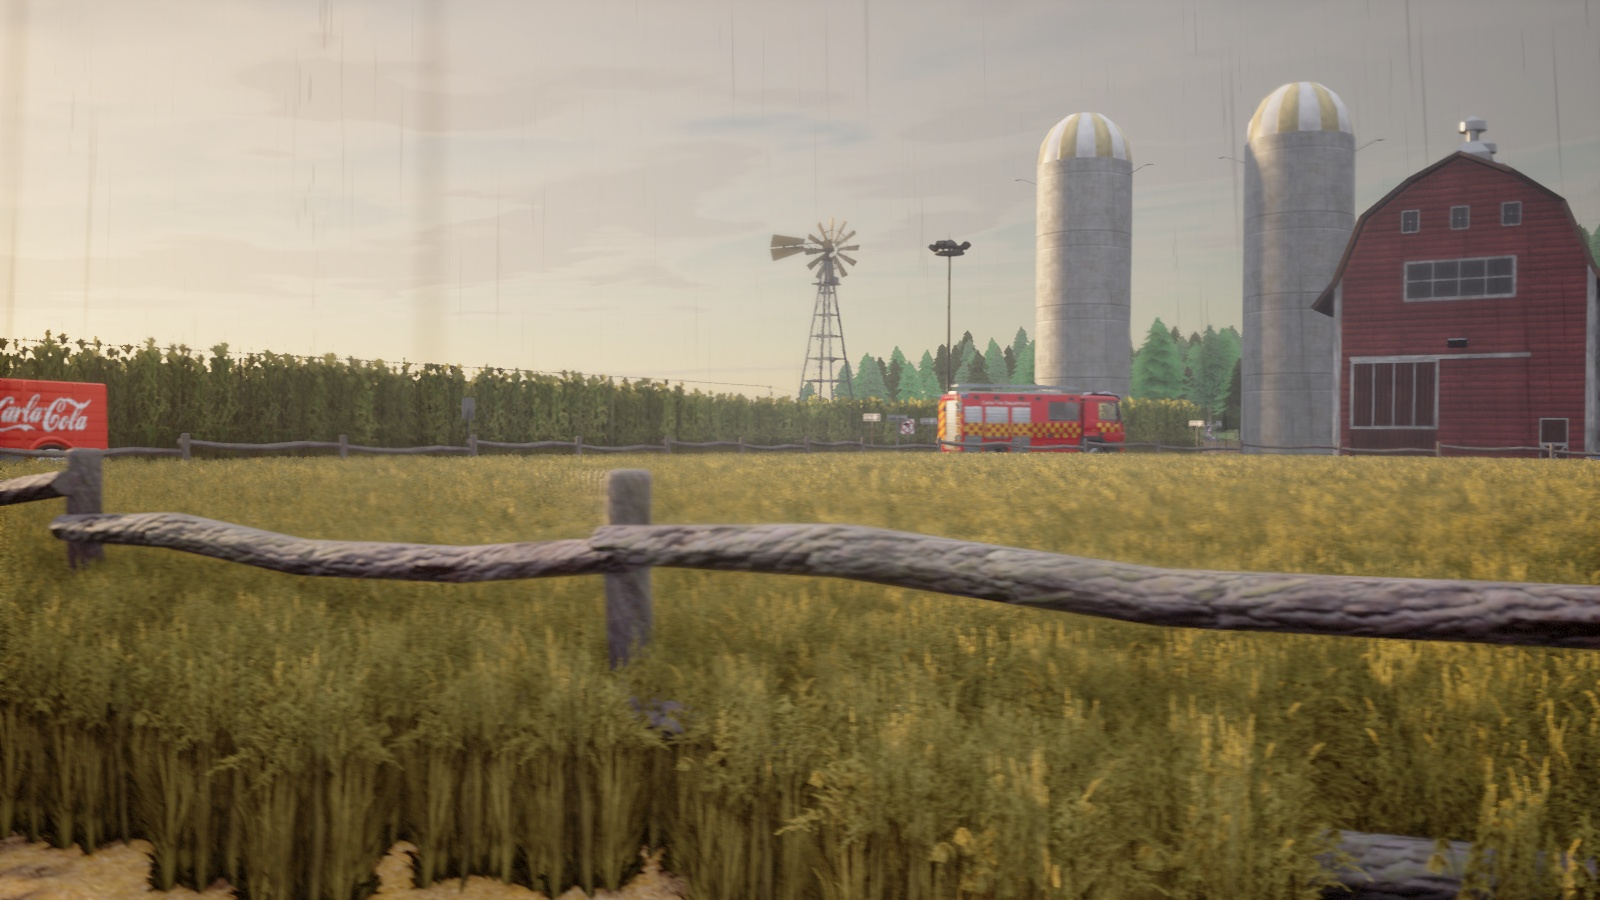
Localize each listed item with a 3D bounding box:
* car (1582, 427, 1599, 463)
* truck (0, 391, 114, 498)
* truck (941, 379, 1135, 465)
[{"bbox_3d":[34.568,-0.220,50.393,5.357,1.411,2.033,0,1,30],"label":"car"},{"bbox_3d":[-19.499,-0.119,29.603,2.627,2.467,5.204,0,0,34],"label":"truck"},{"bbox_3d":[11.082,-1.315,58.586,8.468,3.827,2.891,-1,1,-16],"label":"truck"}]
